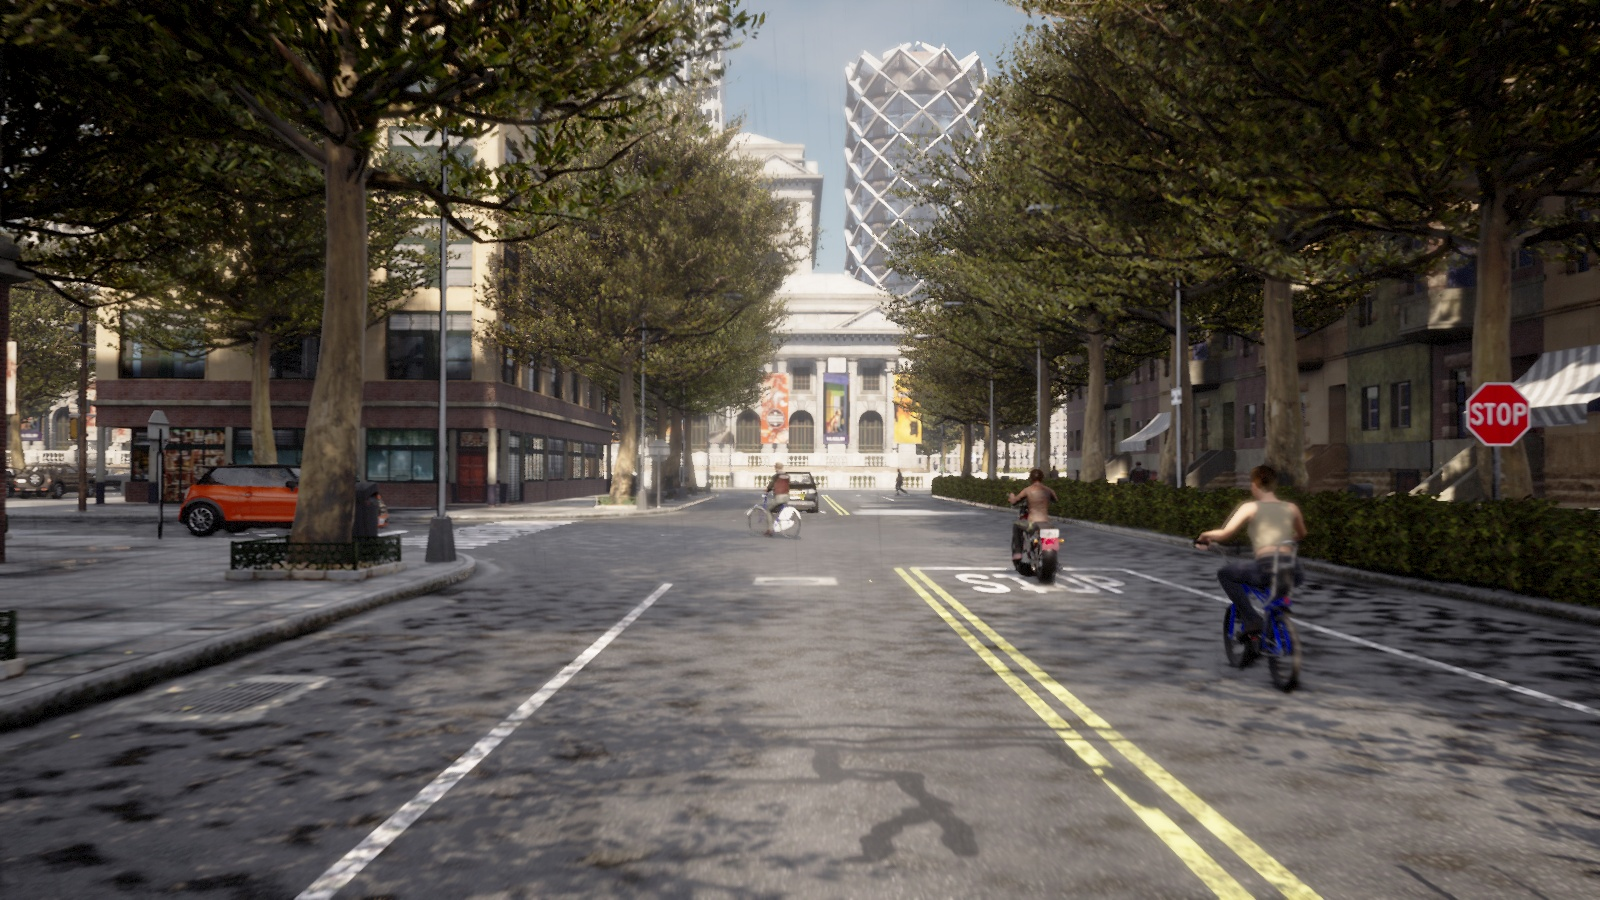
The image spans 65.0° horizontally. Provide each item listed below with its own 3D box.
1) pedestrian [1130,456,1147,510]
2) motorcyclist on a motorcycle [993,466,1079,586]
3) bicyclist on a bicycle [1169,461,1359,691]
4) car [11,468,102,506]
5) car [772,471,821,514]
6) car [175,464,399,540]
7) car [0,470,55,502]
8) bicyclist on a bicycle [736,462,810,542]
[{"bbox_3d":[11.711,1.151,43.419,0.376,1.854,0.720,0,-1,-1],"label":"pedestrian"},{"bbox_3d":[3.429,1.060,18.477,0.766,1.649,2.350,0,-1,-1],"label":"motorcyclist on a motorcycle"},{"bbox_3d":[3.477,0.898,9.568,0.866,1.612,1.509,0,-1,0],"label":"bicyclist on a bicycle"},{"bbox_3d":[-38.158,1.865,64.592,1.932,1.855,4.605,0,-1,0],"label":"car"},{"bbox_3d":[-0.126,1.597,47.980,1.789,1.549,3.705,0,-1,0],"label":"car"},{"bbox_3d":[-12.306,1.231,30.355,4.553,1.767,2.097,0,-1,-1],"label":"car"},{"bbox_3d":[-41.612,1.861,65.777,2.152,1.651,5.027,0,-1,0],"label":"car"},{"bbox_3d":[-0.645,1.175,29.102,0.659,1.776,1.843,-1,0,-41],"label":"bicyclist on a bicycle"}]
